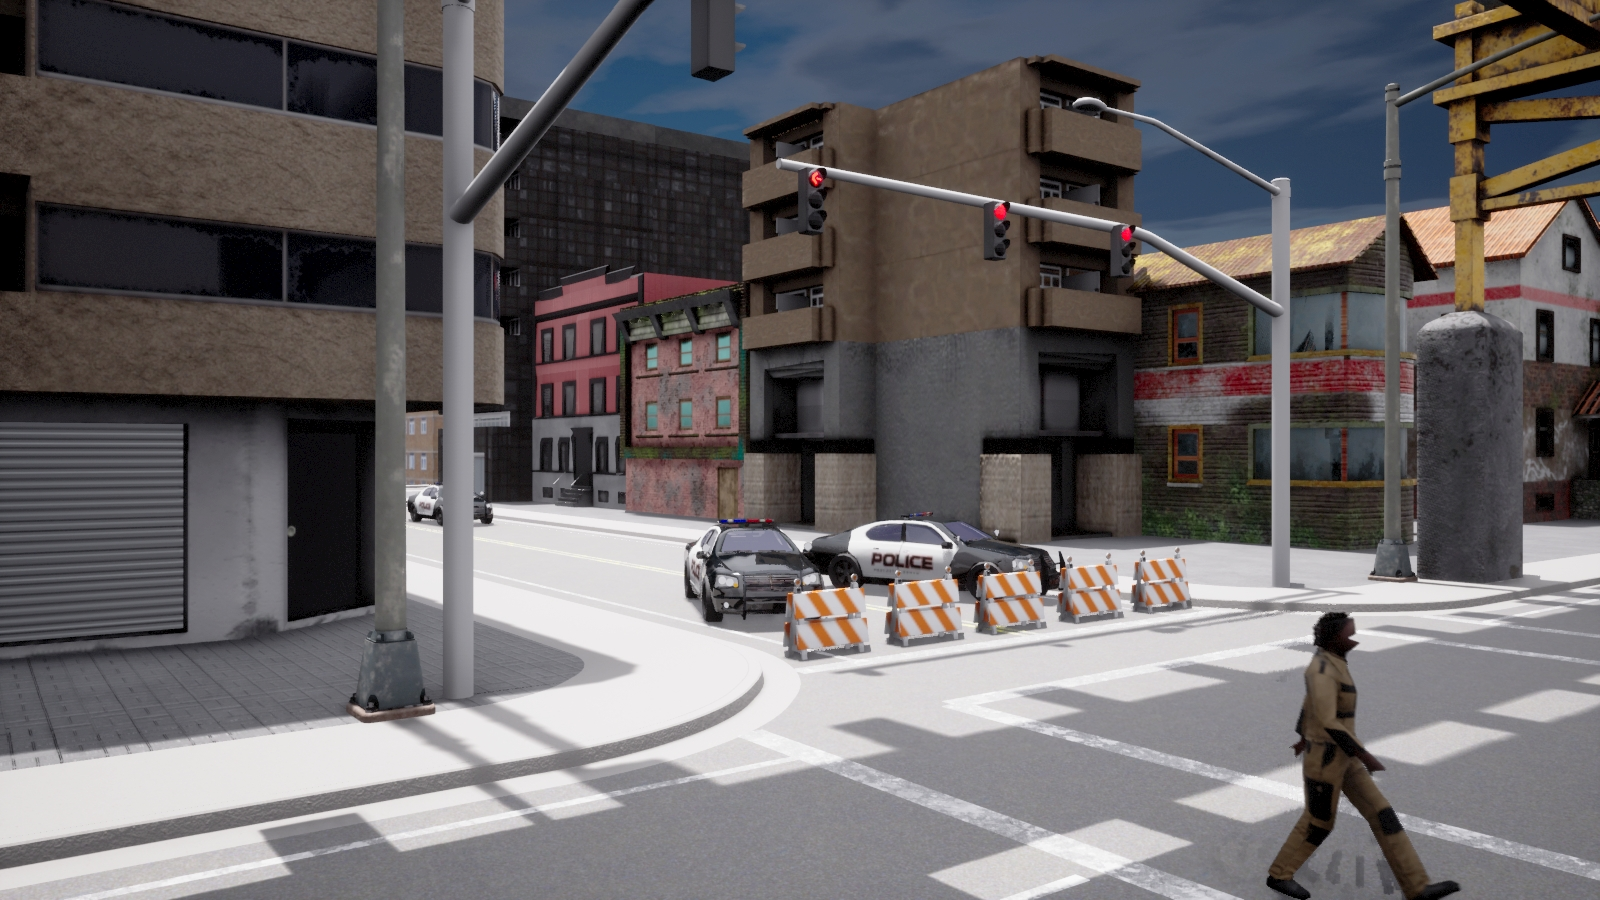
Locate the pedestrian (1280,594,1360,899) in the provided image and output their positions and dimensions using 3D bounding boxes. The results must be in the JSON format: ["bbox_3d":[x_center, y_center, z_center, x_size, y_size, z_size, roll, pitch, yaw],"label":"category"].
[{"bbox_3d":[3.198,1.848,7.019,0.375,1.860,0.375,0,0,37],"label":"pedestrian"}]
